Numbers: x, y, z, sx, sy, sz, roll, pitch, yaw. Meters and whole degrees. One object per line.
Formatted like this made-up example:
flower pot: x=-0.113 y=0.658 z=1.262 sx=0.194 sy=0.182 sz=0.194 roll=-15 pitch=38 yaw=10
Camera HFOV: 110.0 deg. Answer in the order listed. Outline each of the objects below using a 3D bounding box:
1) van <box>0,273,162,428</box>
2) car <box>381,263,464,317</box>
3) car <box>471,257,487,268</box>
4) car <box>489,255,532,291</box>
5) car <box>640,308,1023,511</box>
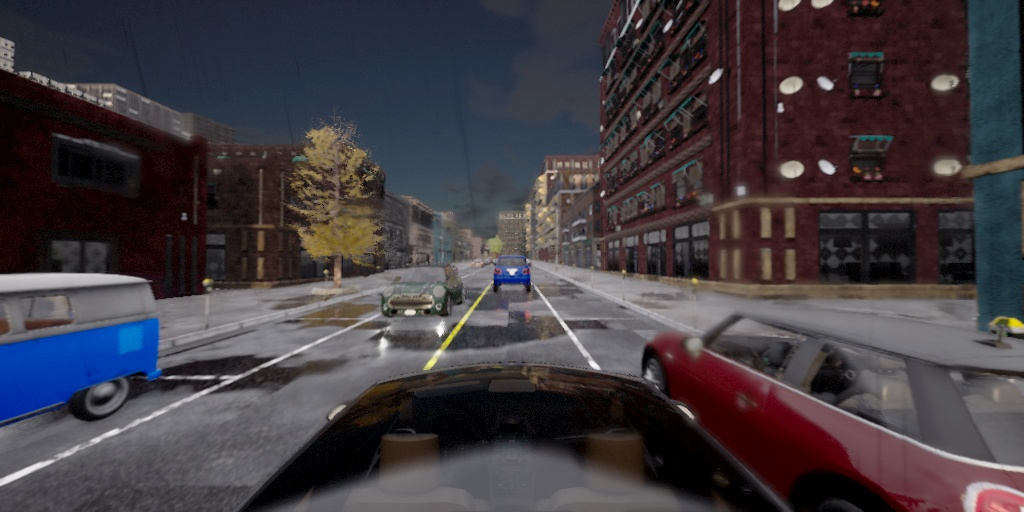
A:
van: x=-5.689 y=1.090 z=3.241 sx=1.690 sy=1.789 sz=3.998 roll=0 pitch=0 yaw=0
car: x=-3.033 y=1.097 z=13.007 sx=2.097 sy=1.767 sz=4.553 roll=0 pitch=0 yaw=1
car: x=-5.686 y=1.176 z=60.107 sx=1.967 sy=1.591 sz=4.097 roll=0 pitch=0 yaw=0
car: x=0.025 y=0.969 z=21.878 sx=2.150 sy=2.045 sz=5.566 roll=0 pitch=0 yaw=0
car: x=2.691 y=1.189 z=3.301 sx=1.967 sy=1.591 sz=4.097 roll=0 pitch=0 yaw=0
